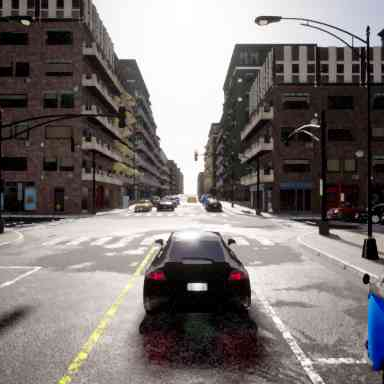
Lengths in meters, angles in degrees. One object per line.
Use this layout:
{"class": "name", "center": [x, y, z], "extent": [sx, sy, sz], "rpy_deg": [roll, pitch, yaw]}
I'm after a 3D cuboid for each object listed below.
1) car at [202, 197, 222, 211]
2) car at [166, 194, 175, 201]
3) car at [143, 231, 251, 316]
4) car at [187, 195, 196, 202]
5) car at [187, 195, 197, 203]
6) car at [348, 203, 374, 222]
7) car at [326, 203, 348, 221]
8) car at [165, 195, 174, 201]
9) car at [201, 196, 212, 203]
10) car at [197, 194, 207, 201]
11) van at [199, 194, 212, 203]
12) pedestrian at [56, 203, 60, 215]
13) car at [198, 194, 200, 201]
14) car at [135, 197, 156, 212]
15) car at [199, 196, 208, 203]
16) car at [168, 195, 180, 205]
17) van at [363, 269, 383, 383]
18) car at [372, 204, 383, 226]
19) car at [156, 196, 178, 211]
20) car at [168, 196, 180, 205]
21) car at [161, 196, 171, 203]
{"class": "car", "center": [2.628, 1.577, 39.947], "extent": [1.947, 1.339, 4.313], "rpy_deg": [1, 0, 0]}
{"class": "car", "center": [-5.846, 1.474, 90.715], "extent": [1.967, 1.590, 4.097], "rpy_deg": [1, 0, 0]}
{"class": "car", "center": [0.086, 1.566, 7.603], "extent": [1.994, 1.385, 4.181], "rpy_deg": [0, 0, 0]}
{"class": "car", "center": [-0.152, 1.553, 80.477], "extent": [2.128, 1.511, 4.902], "rpy_deg": [0, 0, 0]}
{"class": "car", "center": [-0.032, 1.501, 70.204], "extent": [1.882, 1.535, 5.008], "rpy_deg": [0, 0, 0]}
{"class": "car", "center": [15.061, 1.633, 25.545], "extent": [4.892, 1.490, 1.837], "rpy_deg": [0, -1, 0]}
{"class": "car", "center": [13.589, 1.606, 28.153], "extent": [4.097, 1.590, 1.967], "rpy_deg": [0, -1, 1]}
{"class": "car", "center": [-5.838, 1.581, 85.072], "extent": [2.008, 1.369, 4.403], "rpy_deg": [1, 0, 0]}
{"class": "car", "center": [2.617, 1.564, 45.590], "extent": [2.008, 1.369, 4.403], "rpy_deg": [1, 0, 0]}
{"class": "car", "center": [2.546, 1.346, 85.088], "extent": [2.192, 1.841, 5.009], "rpy_deg": [1, 0, 0]}
{"class": "van", "center": [2.599, 1.358, 56.875], "extent": [1.690, 1.788, 3.998], "rpy_deg": [1, 0, 0]}
{"class": "pedestrian", "center": [-12.598, 1.595, 31.353], "extent": [0.500, 1.100, 0.500], "rpy_deg": [0, -1, 1]}
{"class": "car", "center": [2.575, 1.548, 68.330], "extent": [1.752, 1.417, 4.829], "rpy_deg": [1, 0, 0]}
{"class": "car", "center": [-5.751, 1.536, 39.761], "extent": [1.752, 1.417, 4.829], "rpy_deg": [1, 0, 0]}
{"class": "car", "center": [2.563, 1.607, 73.802], "extent": [1.802, 1.307, 4.206], "rpy_deg": [1, 0, 0]}
{"class": "car", "center": [-3.190, 1.492, 49.643], "extent": [1.882, 1.535, 5.008], "rpy_deg": [0, 0, 0]}
{"class": "van", "center": [2.670, 1.342, 2.001], "extent": [1.690, 1.788, 3.998], "rpy_deg": [1, 0, 0]}
{"class": "car", "center": [13.501, 1.581, 19.771], "extent": [4.313, 1.339, 1.947], "rpy_deg": [0, -1, 1]}
{"class": "car", "center": [-3.176, 1.575, 40.926], "extent": [1.994, 1.385, 4.181], "rpy_deg": [0, 0, 0]}
{"class": "car", "center": [-3.182, 1.496, 60.019], "extent": [1.882, 1.535, 5.008], "rpy_deg": [0, 0, 0]}
{"class": "car", "center": [-5.816, 1.570, 73.787], "extent": [1.887, 1.381, 4.507], "rpy_deg": [1, 0, 0]}
